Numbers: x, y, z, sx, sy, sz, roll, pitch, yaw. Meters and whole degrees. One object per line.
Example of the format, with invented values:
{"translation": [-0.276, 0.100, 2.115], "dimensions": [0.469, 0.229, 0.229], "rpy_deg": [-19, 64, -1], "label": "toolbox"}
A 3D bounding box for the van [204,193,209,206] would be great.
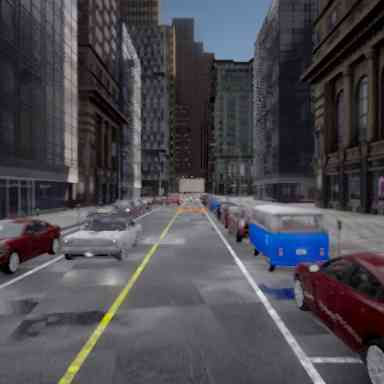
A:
{"translation": [2.842, 1.307, 44.422], "dimensions": [1.690, 1.788, 3.998], "rpy_deg": [0, 0, 0], "label": "van"}

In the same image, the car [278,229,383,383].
{"translation": [2.852, 1.541, 4.882], "dimensions": [1.887, 1.381, 4.507], "rpy_deg": [0, 0, 0], "label": "car"}

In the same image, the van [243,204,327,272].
{"translation": [2.849, 1.332, 10.530], "dimensions": [1.690, 1.788, 3.998], "rpy_deg": [0, 0, 0], "label": "van"}

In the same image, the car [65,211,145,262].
{"translation": [-3.102, 1.591, 12.267], "dimensions": [1.895, 1.301, 4.718], "rpy_deg": [0, 0, 0], "label": "car"}

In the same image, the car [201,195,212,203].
{"translation": [2.839, 1.382, 67.017], "dimensions": [1.967, 1.590, 4.097], "rpy_deg": [0, 0, 0], "label": "car"}

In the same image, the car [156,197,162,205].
{"translation": [-5.684, 1.501, 55.716], "dimensions": [1.887, 1.381, 4.507], "rpy_deg": [0, 0, 0], "label": "car"}

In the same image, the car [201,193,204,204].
{"translation": [2.841, 1.277, 50.071], "dimensions": [2.192, 1.841, 5.009], "rpy_deg": [0, 0, 0], "label": "car"}

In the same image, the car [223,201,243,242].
{"translation": [2.849, 1.427, 16.179], "dimensions": [1.967, 1.590, 4.097], "rpy_deg": [0, 0, 0], "label": "car"}

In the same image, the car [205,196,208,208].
{"translation": [2.844, 1.515, 38.774], "dimensions": [1.887, 1.381, 4.507], "rpy_deg": [0, 0, 0], "label": "car"}

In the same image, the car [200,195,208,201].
{"translation": [2.838, 1.503, 78.315], "dimensions": [1.802, 1.307, 4.206], "rpy_deg": [0, 0, 0], "label": "car"}

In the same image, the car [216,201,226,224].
{"translation": [2.848, 1.527, 21.828], "dimensions": [1.887, 1.381, 4.507], "rpy_deg": [0, 0, 0], "label": "car"}

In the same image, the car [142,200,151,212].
{"translation": [-5.679, 1.524, 33.120], "dimensions": [2.008, 1.369, 4.403], "rpy_deg": [0, 0, 0], "label": "car"}

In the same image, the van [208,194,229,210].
{"translation": [2.844, 1.315, 33.125], "dimensions": [1.690, 1.788, 3.998], "rpy_deg": [0, 0, 0], "label": "van"}

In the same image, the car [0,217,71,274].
{"translation": [-5.674, 1.536, 10.524], "dimensions": [1.887, 1.381, 4.507], "rpy_deg": [0, 0, 0], "label": "car"}

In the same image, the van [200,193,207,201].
{"translation": [2.836, 1.250, 83.963], "dimensions": [1.690, 1.788, 3.998], "rpy_deg": [0, 0, 0], "label": "van"}

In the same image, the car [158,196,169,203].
{"translation": [-5.685, 1.523, 67.014], "dimensions": [1.802, 1.307, 4.206], "rpy_deg": [0, 0, 0], "label": "car"}

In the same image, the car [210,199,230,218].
{"translation": [2.847, 1.544, 27.476], "dimensions": [1.947, 1.339, 4.313], "rpy_deg": [0, 0, 0], "label": "car"}

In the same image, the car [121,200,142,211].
{"translation": [-5.679, 1.418, 27.471], "dimensions": [1.967, 1.590, 4.097], "rpy_deg": [0, 0, 0], "label": "car"}

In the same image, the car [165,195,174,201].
{"translation": [-5.689, 1.475, 83.961], "dimensions": [1.947, 1.339, 4.313], "rpy_deg": [0, 0, 0], "label": "car"}

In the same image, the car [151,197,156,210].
{"translation": [-5.680, 1.552, 38.769], "dimensions": [1.802, 1.307, 4.206], "rpy_deg": [0, 0, 0], "label": "car"}

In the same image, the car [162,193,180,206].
{"translation": [-3.079, 1.180, 53.363], "dimensions": [2.150, 2.045, 5.566], "rpy_deg": [0, 0, 0], "label": "car"}

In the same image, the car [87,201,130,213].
{"translation": [-5.677, 1.533, 21.822], "dimensions": [2.008, 1.369, 4.403], "rpy_deg": [0, 0, 0], "label": "car"}

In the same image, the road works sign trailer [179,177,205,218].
{"translation": [-0.004, 0.440, 30.366], "dimensions": [2.380, 3.560, 2.880], "rpy_deg": [0, 0, 0], "label": "road works sign trailer"}
